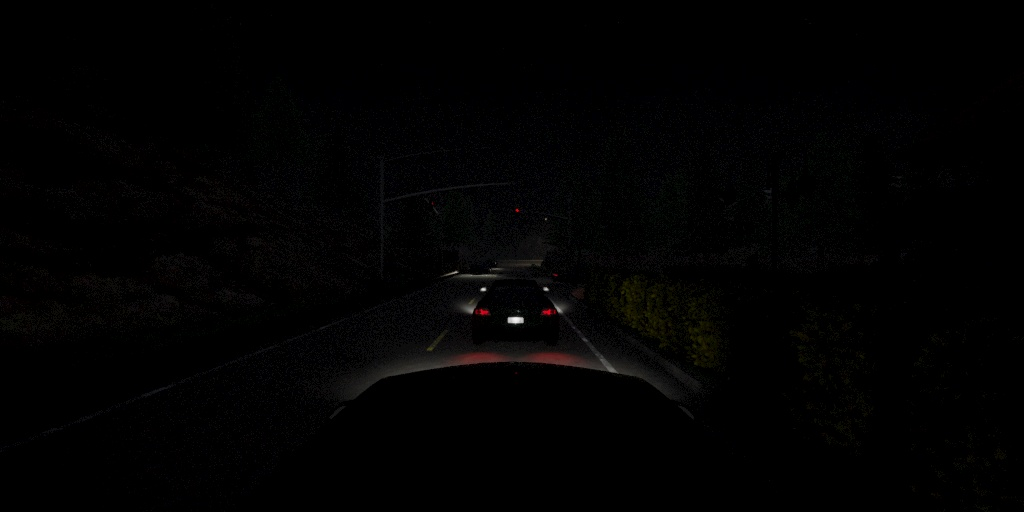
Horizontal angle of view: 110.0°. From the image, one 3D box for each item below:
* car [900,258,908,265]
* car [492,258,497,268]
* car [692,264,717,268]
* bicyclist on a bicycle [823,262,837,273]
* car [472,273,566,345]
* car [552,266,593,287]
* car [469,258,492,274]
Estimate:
[{"bbox_3d":[32.878,1.133,29.378,5.566,2.045,2.150,0,0,3],"label":"car"},{"bbox_3d":[-3.548,1.099,60.032,2.097,1.767,4.553,0,0,0],"label":"car"},{"bbox_3d":[15.485,1.404,29.596,4.902,1.511,2.128,0,0,0],"label":"car"},{"bbox_3d":[19.815,1.213,22.127,0.582,1.620,1.656,0,0,0],"label":"bicyclist on a bicycle"},{"bbox_3d":[0.075,1.314,9.511,1.994,1.385,4.181,0,0,0],"label":"car"},{"bbox_3d":[5.434,1.423,25.402,5.357,1.411,2.033,2,0,-3],"label":"car"},{"bbox_3d":[-3.625,1.227,40.284,1.882,1.535,5.008,0,0,0],"label":"car"}]
